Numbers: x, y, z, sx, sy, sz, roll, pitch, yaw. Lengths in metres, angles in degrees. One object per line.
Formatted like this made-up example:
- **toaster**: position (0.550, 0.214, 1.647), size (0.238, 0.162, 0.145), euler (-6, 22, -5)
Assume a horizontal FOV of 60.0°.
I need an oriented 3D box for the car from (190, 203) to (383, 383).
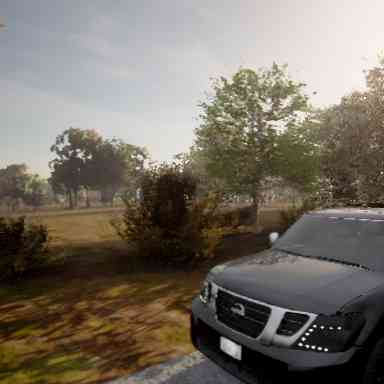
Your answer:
- **car**: position (2.638, 1.227, 4.963), size (5.566, 2.045, 2.150), euler (0, 0, -36)
